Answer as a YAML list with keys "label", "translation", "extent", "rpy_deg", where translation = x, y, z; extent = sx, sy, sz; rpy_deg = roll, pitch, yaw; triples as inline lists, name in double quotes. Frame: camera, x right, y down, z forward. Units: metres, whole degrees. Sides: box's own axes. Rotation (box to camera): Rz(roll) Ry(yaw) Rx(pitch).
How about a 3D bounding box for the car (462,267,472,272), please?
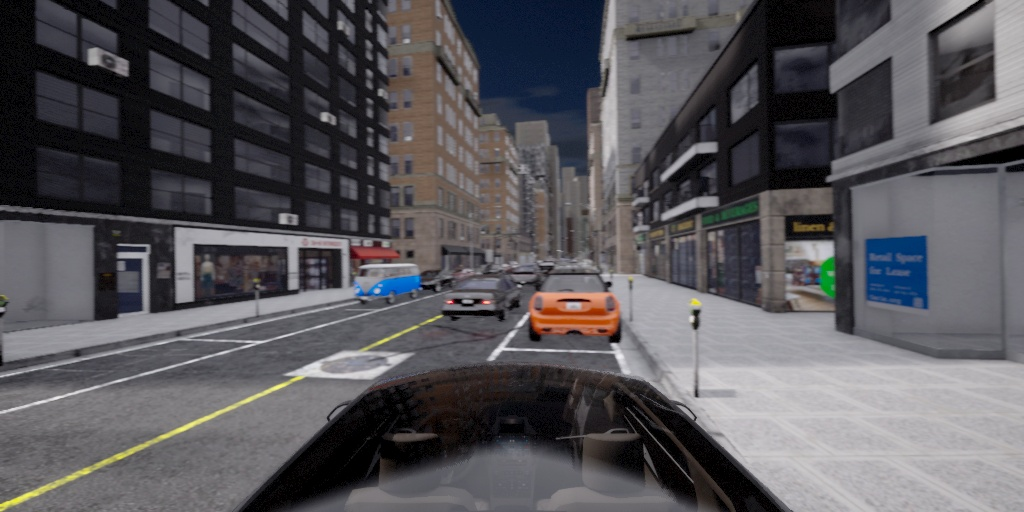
- label: "car"
  translation: [-3.951, 1.542, 28.084]
  extent: [1.802, 1.307, 4.207]
  rpy_deg: [0, 0, 10]

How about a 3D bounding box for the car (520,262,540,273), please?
- label: "car"
  translation: [2.507, 1.532, 49.287]
  extent: [2.033, 1.411, 5.357]
  rpy_deg: [-1, 0, 10]

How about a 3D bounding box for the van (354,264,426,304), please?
- label: "van"
  translation: [-5.878, 1.269, 17.252]
  extent: [1.690, 1.789, 3.998]
  rpy_deg: [0, 0, 10]

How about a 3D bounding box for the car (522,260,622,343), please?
- label: "car"
  translation: [1.727, 1.121, 9.953]
  extent: [2.097, 1.767, 4.553]
  rpy_deg: [-1, 0, 10]

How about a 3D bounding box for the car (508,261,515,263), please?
- label: "car"
  translation: [-1.063, 1.593, 44.333]
  extent: [1.802, 1.307, 4.207]
  rpy_deg: [0, 0, 10]

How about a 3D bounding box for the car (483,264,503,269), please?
- label: "car"
  translation: [-2.025, 1.559, 38.917]
  extent: [1.948, 1.339, 4.313]
  rpy_deg: [0, 0, 10]

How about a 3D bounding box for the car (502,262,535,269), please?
- label: "car"
  translation: [1.041, 1.347, 23.268]
  extent: [2.128, 1.511, 4.902]
  rpy_deg: [-1, 0, 10]

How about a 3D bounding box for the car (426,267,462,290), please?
- label: "car"
  translation: [-4.915, 1.510, 22.668]
  extent: [1.948, 1.339, 4.313]
  rpy_deg: [0, 0, 10]

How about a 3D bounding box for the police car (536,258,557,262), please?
- label: "police car"
  translation: [4.028, 1.334, 40.655]
  extent: [1.930, 1.638, 5.238]
  rpy_deg: [-1, 0, 10]

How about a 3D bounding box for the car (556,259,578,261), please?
- label: "car"
  translation: [4.441, 1.261, 26.592]
  extent: [1.967, 1.591, 4.097]
  rpy_deg: [0, 0, 10]

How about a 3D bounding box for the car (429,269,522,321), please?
- label: "car"
  translation: [-0.824, 1.371, 12.798]
  extent: [2.033, 1.411, 5.357]
  rpy_deg: [-1, 0, 10]
